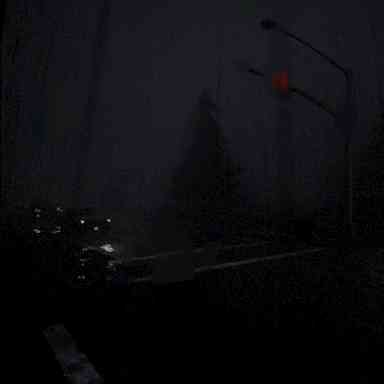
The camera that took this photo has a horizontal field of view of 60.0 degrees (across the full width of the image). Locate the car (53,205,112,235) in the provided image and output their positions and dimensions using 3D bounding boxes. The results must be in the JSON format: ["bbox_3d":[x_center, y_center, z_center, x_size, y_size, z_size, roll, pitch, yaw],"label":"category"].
[{"bbox_3d":[-6.418,1.646,19.569,1.895,1.301,4.718,1,0,-36],"label":"car"}]

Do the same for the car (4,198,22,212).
[{"bbox_3d":[-20.918,1.523,39.390,1.882,1.535,5.008,1,-1,-36],"label":"car"}]

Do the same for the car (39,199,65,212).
[{"bbox_3d":[-16.825,1.597,39.924,1.812,1.442,4.674,1,0,-36],"label":"car"}]

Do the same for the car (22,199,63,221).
[{"bbox_3d":[-12.357,1.397,27.638,2.097,1.767,4.553,1,0,-36],"label":"car"}]
